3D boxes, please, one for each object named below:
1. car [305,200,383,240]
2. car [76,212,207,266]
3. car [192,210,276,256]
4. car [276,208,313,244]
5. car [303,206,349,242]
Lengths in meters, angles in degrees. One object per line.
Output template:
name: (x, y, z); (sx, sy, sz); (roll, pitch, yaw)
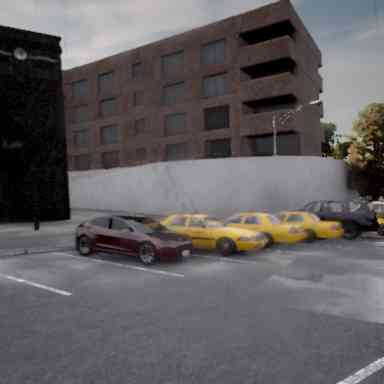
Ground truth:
car: (7.510, 1.485, 19.017); (5.566, 2.045, 2.435); (0, -1, 34)
car: (-2.160, 1.579, 12.002); (4.792, 1.488, 2.163); (-1, -2, 35)
car: (0.398, 1.581, 13.655); (5.366, 1.575, 1.946); (-1, -1, 34)
car: (2.523, 1.629, 15.607); (5.366, 1.575, 1.946); (-1, -1, 34)
car: (4.950, 1.678, 17.356); (5.366, 1.575, 1.946); (-1, -1, 34)
